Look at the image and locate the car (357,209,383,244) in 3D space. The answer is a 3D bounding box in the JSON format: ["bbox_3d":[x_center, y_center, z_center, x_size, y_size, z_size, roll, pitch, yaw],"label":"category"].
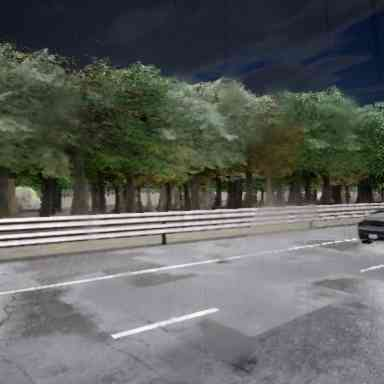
[{"bbox_3d":[9.086,1.477,14.388,4.892,1.490,1.837,0,0,-34],"label":"car"}]
